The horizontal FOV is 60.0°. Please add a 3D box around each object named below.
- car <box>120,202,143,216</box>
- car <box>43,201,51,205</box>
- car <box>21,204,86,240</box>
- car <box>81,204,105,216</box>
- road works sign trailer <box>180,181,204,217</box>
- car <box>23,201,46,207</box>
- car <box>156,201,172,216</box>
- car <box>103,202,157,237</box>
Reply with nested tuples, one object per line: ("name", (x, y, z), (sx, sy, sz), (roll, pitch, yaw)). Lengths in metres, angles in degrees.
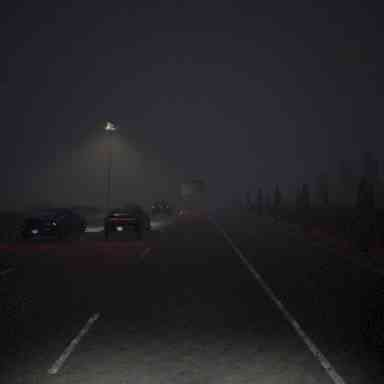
("car", (-6.902, 1.993, 38.463), (1.837, 1.490, 4.892), (0, -3, 0))
("car", (-17.582, 2.422, 44.541), (1.837, 1.490, 4.892), (0, -5, 0))
("car", (-6.901, 1.547, 16.925), (1.812, 1.442, 4.674), (0, 0, 0))
("car", (-14.082, 2.671, 47.674), (1.882, 1.535, 5.008), (0, -5, 0))
("road works sign trailer", (0.059, 0.693, 33.137), (2.380, 3.560, 2.880), (0, -2, 3))
("car", (-21.078, 2.240, 45.721), (2.150, 2.045, 5.566), (0, -5, 0))
("car", (-3.401, 1.823, 38.133), (2.097, 1.767, 4.553), (0, -3, 0))
("car", (-3.401, 1.515, 18.080), (2.128, 1.511, 4.902), (0, 0, 0))
